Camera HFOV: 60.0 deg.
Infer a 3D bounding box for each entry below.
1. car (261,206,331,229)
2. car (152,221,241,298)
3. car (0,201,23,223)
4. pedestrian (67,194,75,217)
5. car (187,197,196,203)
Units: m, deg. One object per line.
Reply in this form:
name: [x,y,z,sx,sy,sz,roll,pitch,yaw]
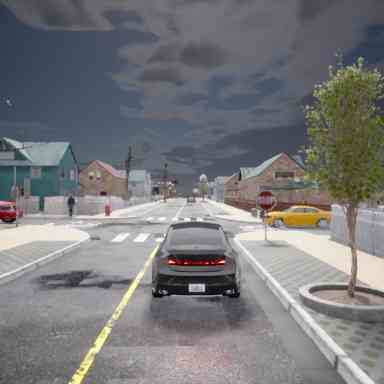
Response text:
car: [7.415,1.715,23.524,5.008,1.535,1.882,1,-1,-3]
car: [0.081,1.510,8.513,1.837,1.490,4.892,0,0,0]
car: [-13.622,0.941,20.748,5.566,2.045,2.150,1,-1,-1]
pedestrian: [-9.687,1.047,26.608,0.375,1.860,0.375,0,-2,0]
car: [-0.165,1.749,75.671,1.994,1.385,4.181,0,0,0]
